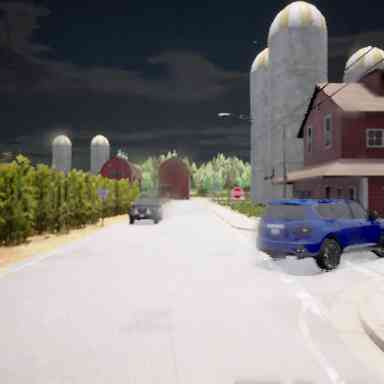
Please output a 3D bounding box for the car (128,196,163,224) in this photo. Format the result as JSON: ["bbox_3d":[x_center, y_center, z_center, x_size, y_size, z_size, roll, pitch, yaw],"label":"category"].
[{"bbox_3d":[-3.586,1.383,26.723,2.150,2.045,5.566,0,0,0],"label":"car"}]

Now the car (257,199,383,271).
[{"bbox_3d":[4.681,1.268,11.336,5.566,2.045,2.150,0,-2,-34],"label":"car"}]
